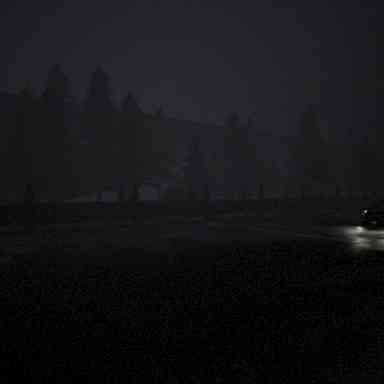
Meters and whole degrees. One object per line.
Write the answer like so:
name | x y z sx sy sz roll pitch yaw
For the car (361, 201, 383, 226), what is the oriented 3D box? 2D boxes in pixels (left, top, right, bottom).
car | 13.149 1.338 21.958 4.553 1.767 2.097 0 0 -35
